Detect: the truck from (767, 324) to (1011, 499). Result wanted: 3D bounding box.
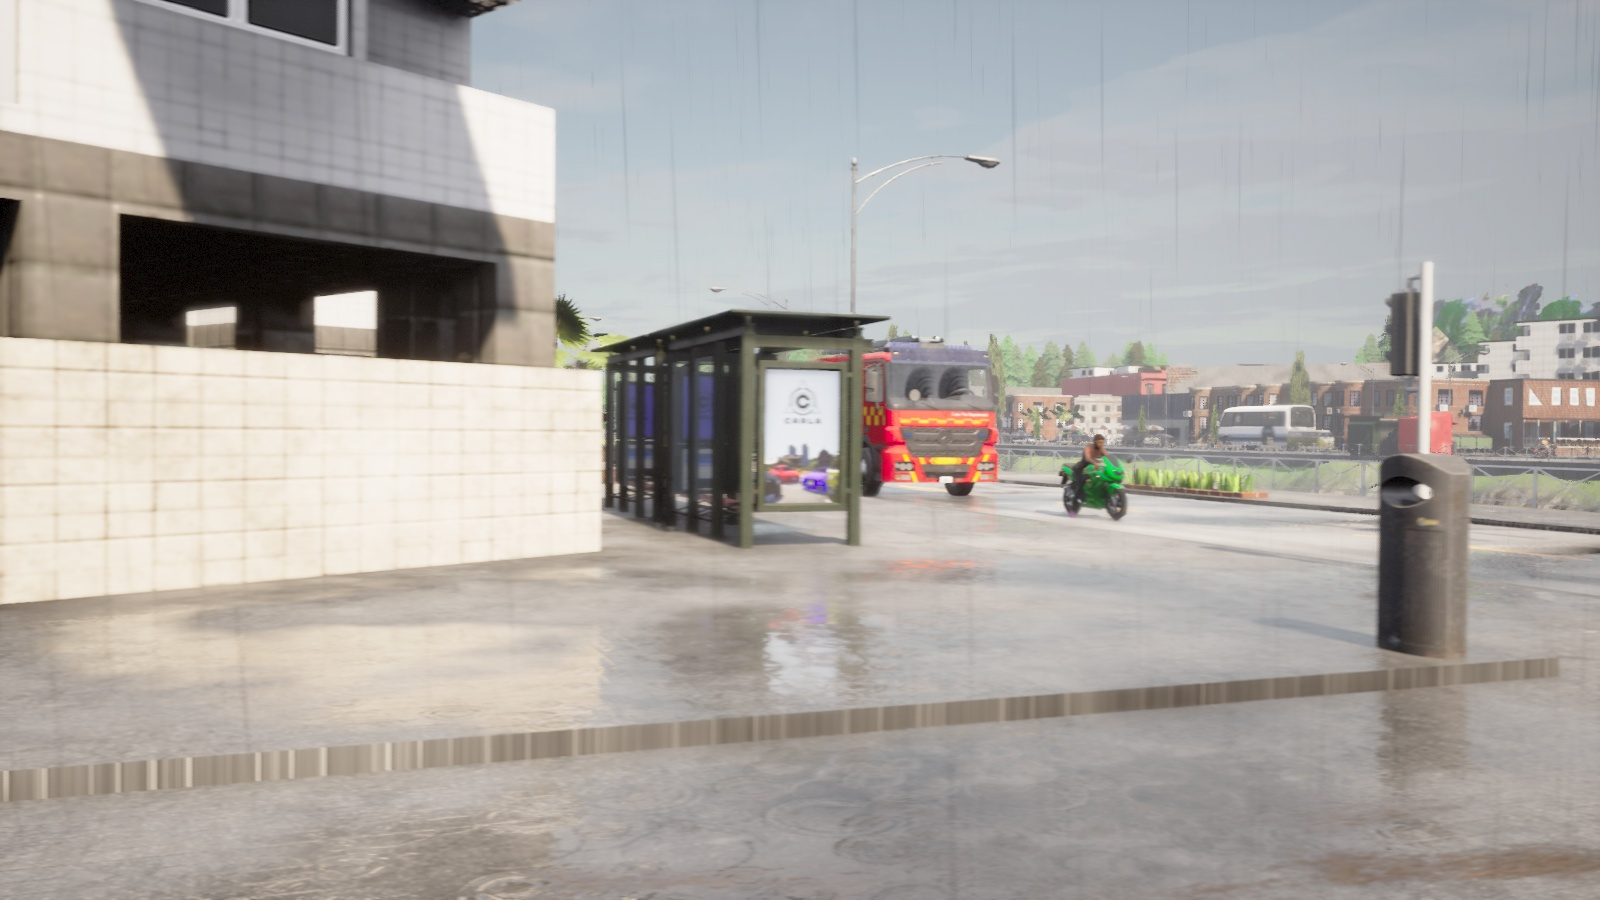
[{"bbox_3d":[1.923,-0.902,31.867,2.891,3.827,8.468,-1,1,-20],"label":"truck"}]

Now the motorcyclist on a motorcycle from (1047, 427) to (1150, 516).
[{"bbox_3d":[5.359,0.355,22.693,0.797,1.523,2.044,-1,1,-20],"label":"motorcyclist on a motorcycle"}]
